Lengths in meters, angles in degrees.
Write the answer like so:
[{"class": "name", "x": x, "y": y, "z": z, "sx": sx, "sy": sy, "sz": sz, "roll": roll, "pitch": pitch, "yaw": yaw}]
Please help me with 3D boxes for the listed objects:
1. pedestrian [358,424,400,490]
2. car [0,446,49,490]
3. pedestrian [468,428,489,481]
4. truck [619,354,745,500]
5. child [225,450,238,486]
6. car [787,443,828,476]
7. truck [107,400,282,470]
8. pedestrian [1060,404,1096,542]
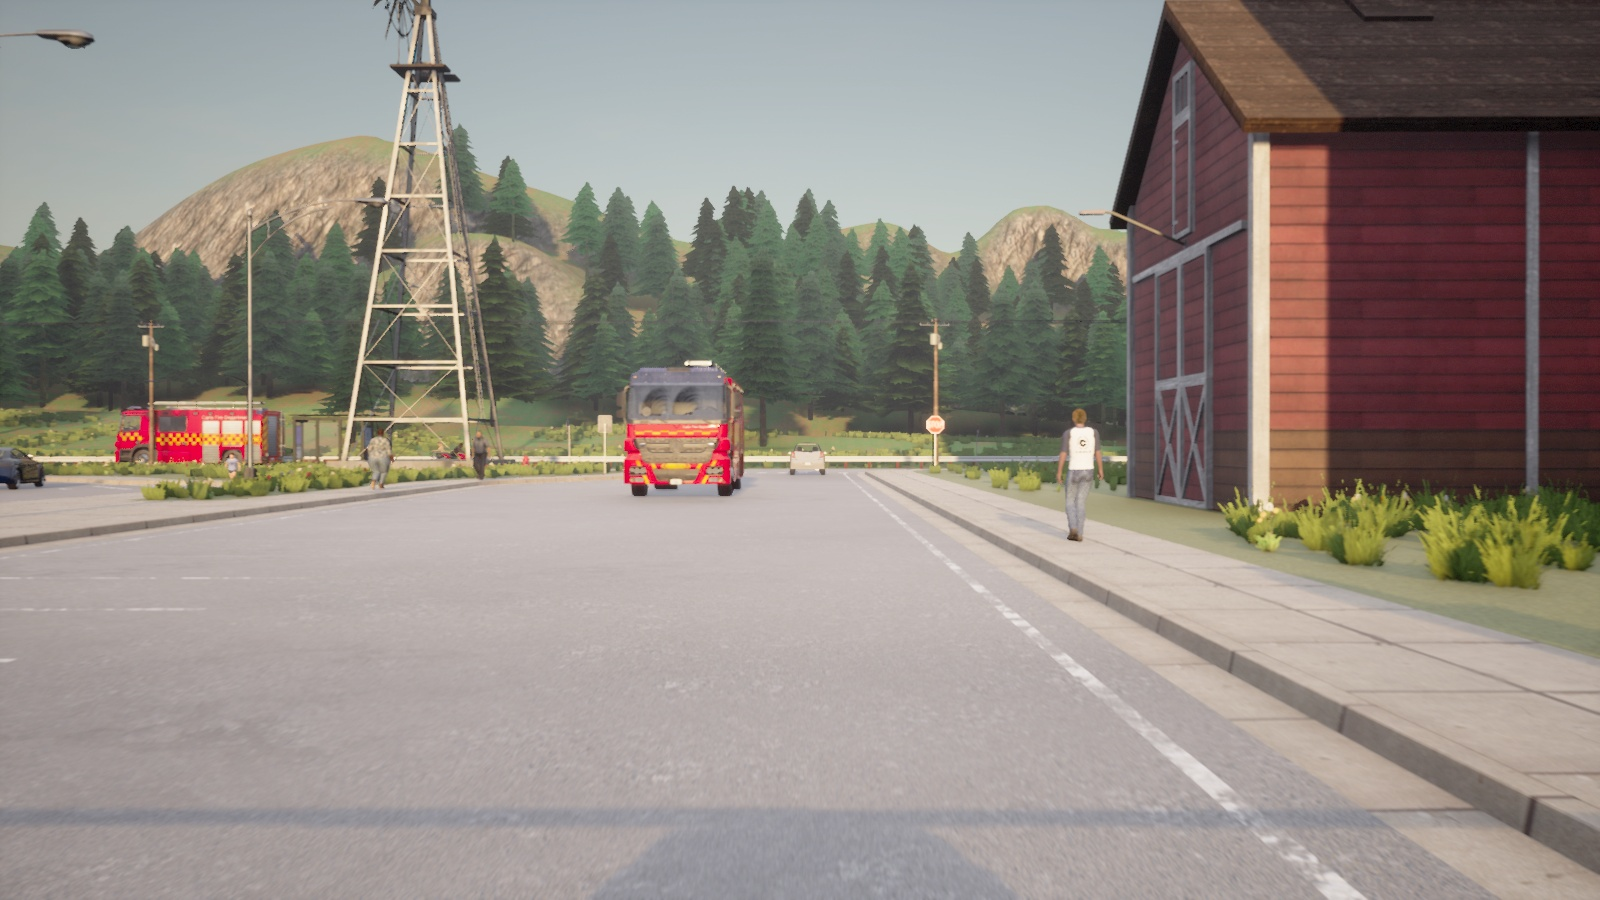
[{"class": "pedestrian", "x": -11.875, "y": 0.192, "z": 35.430, "sx": 0.874, "sy": 1.855, "sz": 0.900, "roll": 0, "pitch": 0, "yaw": 1}, {"class": "car", "x": -26.575, "y": 0.555, "z": 41.552, "sx": 1.994, "sy": 1.385, "sz": 4.181, "roll": 0, "pitch": 0, "yaw": -17}, {"class": "pedestrian", "x": -11.294, "y": 0.144, "z": 44.154, "sx": 0.540, "sy": 1.848, "sz": 0.694, "roll": 0, "pitch": 0, "yaw": 2}, {"class": "truck", "x": -3.272, "y": -0.630, "z": 37.179, "sx": 2.891, "sy": 3.827, "sz": 8.468, "roll": 0, "pitch": 0, "yaw": 0}, {"class": "child", "x": -17.448, "y": 0.546, "z": 38.563, "sx": 0.255, "sy": 1.110, "sz": 0.394, "roll": 0, "pitch": 0, "yaw": -5}, {"class": "car", "x": 0.349, "y": 0.427, "z": 59.231, "sx": 1.845, "sy": 1.501, "sz": 3.633, "roll": 0, "pitch": 0, "yaw": 0}, {"class": "truck", "x": -34.003, "y": -0.844, "z": 70.700, "sx": 8.468, "sy": 3.827, "sz": 2.891, "roll": 0, "pitch": 0, "yaw": 1}, {"class": "pedestrian", "x": 3.772, "y": 0.309, "z": 17.057, "sx": 0.354, "sy": 1.836, "sz": 0.706, "roll": 0, "pitch": 0, "yaw": 1}]
